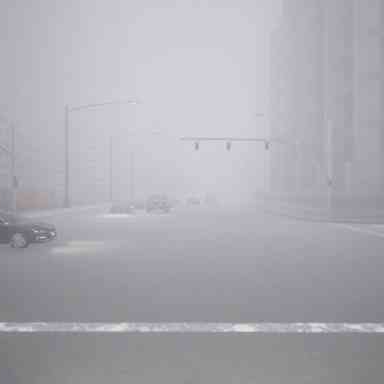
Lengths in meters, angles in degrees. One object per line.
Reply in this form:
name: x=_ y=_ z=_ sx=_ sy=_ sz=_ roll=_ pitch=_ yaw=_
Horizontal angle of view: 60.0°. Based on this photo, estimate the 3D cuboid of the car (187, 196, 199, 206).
car: x=0.216 y=1.572 z=55.856 sx=1.994 sy=1.385 sz=4.181 roll=0 pitch=0 yaw=1

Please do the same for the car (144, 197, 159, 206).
car: x=-6.924 y=1.572 z=57.572 sx=1.994 sy=1.385 sz=4.181 roll=0 pitch=0 yaw=2

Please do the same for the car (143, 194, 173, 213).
car: x=-3.733 y=1.227 z=37.725 sx=2.150 sy=2.045 sz=5.566 roll=0 pitch=0 yaw=1

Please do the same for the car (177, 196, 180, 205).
car: x=-3.386 y=1.361 z=59.726 sx=2.097 sy=1.767 sz=4.553 roll=0 pitch=0 yaw=1

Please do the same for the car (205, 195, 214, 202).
car: x=3.913 y=1.426 z=75.571 sx=1.837 sy=1.490 sz=4.892 roll=0 pitch=0 yaw=1

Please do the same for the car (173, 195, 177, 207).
car: x=-3.592 y=1.512 z=47.641 sx=1.837 sy=1.490 sz=4.892 roll=0 pitch=0 yaw=1

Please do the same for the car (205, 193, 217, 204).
car: x=3.753 y=1.231 z=64.958 sx=2.150 sy=2.045 sz=5.566 roll=0 pitch=0 yaw=1

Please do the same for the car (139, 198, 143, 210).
car: x=-7.156 y=1.484 z=43.969 sx=1.882 sy=1.535 sz=5.008 roll=0 pitch=0 yaw=1

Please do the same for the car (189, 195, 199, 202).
car: x=0.412 y=1.535 z=75.482 sx=2.128 sy=1.511 sz=4.902 roll=0 pitch=0 yaw=1

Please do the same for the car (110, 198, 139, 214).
car: x=-7.275 y=1.569 z=35.142 sx=1.994 sy=1.385 sz=4.181 roll=0 pitch=0 yaw=1

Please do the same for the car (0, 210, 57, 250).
car: x=-8.182 y=1.508 z=13.800 sx=4.892 sy=1.490 sz=1.837 roll=0 pitch=0 yaw=0
